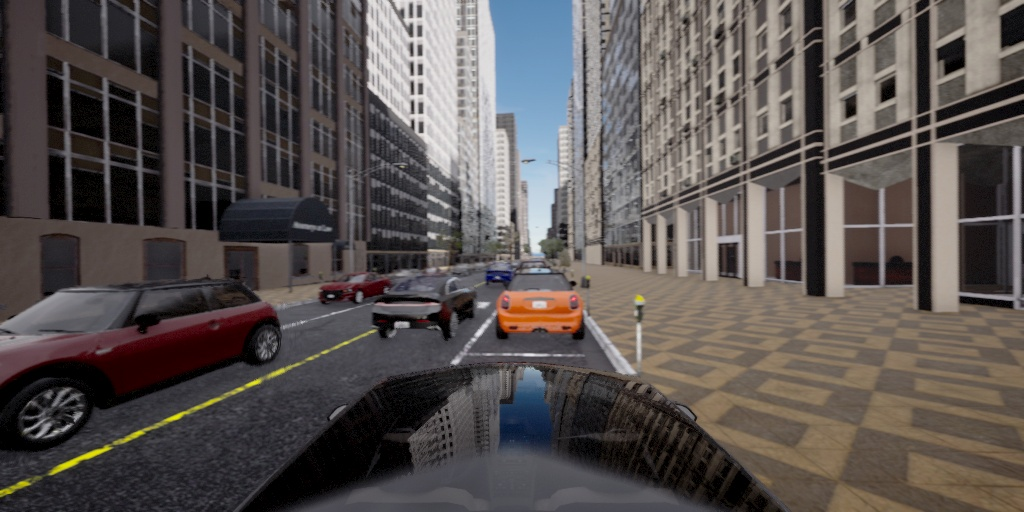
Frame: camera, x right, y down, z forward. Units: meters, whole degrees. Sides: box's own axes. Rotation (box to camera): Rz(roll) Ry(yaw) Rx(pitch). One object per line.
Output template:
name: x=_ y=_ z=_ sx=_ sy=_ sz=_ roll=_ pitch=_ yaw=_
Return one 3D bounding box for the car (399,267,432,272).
car: x=-6.961 y=1.478 z=23.011 sx=2.007 sy=1.370 sz=4.403 roll=0 pitch=0 yaw=5

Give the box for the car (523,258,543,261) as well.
car: x=1.391 y=1.139 z=22.316 sx=2.192 sy=1.841 sz=5.009 roll=0 pitch=0 yaw=5

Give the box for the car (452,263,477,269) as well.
car: x=-5.546 y=1.536 z=40.003 sx=2.007 sy=1.370 sz=4.403 roll=0 pitch=0 yaw=5

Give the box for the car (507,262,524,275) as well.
car: x=0.498 y=1.456 z=44.280 sx=1.812 sy=1.442 sz=4.674 roll=-1 pitch=0 yaw=5

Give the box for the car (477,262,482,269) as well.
car: x=-4.604 y=1.574 z=51.331 sx=2.007 sy=1.370 sz=4.403 roll=0 pitch=0 yaw=5

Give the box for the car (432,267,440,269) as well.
car: x=-6.489 y=1.529 z=28.675 sx=1.802 sy=1.307 sz=4.207 roll=0 pitch=0 yaw=5

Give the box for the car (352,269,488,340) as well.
car: x=-2.216 y=1.305 z=10.288 sx=2.128 sy=1.511 sz=4.902 roll=-1 pitch=0 yaw=5

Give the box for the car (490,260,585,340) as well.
car: x=0.803 y=1.131 z=10.276 sx=2.097 sy=1.767 sz=4.553 roll=-1 pitch=0 yaw=5

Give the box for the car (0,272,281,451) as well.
car: x=-5.843 y=1.188 z=5.345 sx=2.097 sy=1.767 sz=4.553 roll=-1 pitch=0 yaw=5

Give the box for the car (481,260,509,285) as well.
car: x=-0.802 y=1.350 z=27.296 sx=1.882 sy=1.535 sz=5.008 roll=-1 pitch=0 yaw=5

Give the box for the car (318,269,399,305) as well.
car: x=-7.431 y=1.454 z=17.347 sx=1.888 sy=1.381 sz=4.507 roll=0 pitch=0 yaw=5
